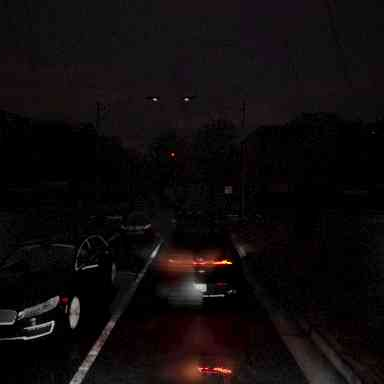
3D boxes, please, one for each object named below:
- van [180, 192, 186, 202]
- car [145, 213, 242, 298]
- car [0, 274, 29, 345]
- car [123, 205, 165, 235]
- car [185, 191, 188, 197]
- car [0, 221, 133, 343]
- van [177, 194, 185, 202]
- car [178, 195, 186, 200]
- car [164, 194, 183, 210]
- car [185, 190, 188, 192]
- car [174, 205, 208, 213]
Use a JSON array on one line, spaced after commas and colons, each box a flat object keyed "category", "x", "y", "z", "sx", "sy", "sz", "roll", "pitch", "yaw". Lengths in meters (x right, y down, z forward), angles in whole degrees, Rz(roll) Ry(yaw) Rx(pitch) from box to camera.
[{"category": "van", "x": -2.606, "y": 1.369, "z": 66.365, "sx": 1.690, "sy": 1.788, "sz": 3.998, "roll": -1, "pitch": 0, "yaw": 0}, {"category": "car", "x": 0.110, "y": 1.503, "z": 8.490, "sx": 1.837, "sy": 1.490, "sz": 4.892, "roll": 0, "pitch": 0, "yaw": 0}, {"category": "car", "x": -2.658, "y": 1.550, "z": 1.088, "sx": 2.008, "sy": 1.369, "sz": 4.403, "roll": -2, "pitch": 0, "yaw": 0}, {"category": "car", "x": -2.644, "y": 1.585, "z": 17.432, "sx": 1.802, "sy": 1.307, "sz": 4.206, "roll": -2, "pitch": 0, "yaw": 0}, {"category": "car", "x": -2.602, "y": 1.319, "z": 71.908, "sx": 2.192, "sy": 1.841, "sz": 5.009, "roll": -1, "pitch": 0, "yaw": 0}, {"category": "car", "x": -2.654, "y": 1.549, "z": 6.537, "sx": 2.008, "sy": 1.369, "sz": 4.403, "roll": -2, "pitch": 0, "yaw": 0}, {"category": "van", "x": -2.594, "y": 1.314, "z": 77.445, "sx": 1.690, "sy": 1.788, "sz": 3.998, "roll": -1, "pitch": 0, "yaw": 0}, {"category": "car", "x": -2.578, "y": 1.443, "z": 88.529, "sx": 2.008, "sy": 1.369, "sz": 4.403, "roll": -1, "pitch": 0, "yaw": 0}, {"category": "car", "x": -2.627, "y": 1.490, "z": 44.209, "sx": 1.967, "sy": 1.590, "sz": 4.097, "roll": -2, "pitch": 0, "yaw": 0}, {"category": "car", "x": -2.576, "y": 1.146, "z": 94.078, "sx": 2.192, "sy": 1.841, "sz": 5.009, "roll": -1, "pitch": 1, "yaw": 0}, {"category": "car", "x": 0.145, "y": 1.604, "z": 18.621, "sx": 1.895, "sy": 1.301, "sz": 4.718, "roll": 0, "pitch": 0, "yaw": 1}]
